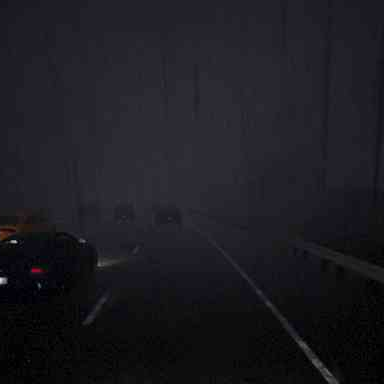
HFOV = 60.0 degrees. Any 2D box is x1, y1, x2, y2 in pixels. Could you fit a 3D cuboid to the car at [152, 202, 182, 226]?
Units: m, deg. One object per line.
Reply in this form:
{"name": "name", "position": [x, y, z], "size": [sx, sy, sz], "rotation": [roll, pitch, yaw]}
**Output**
{"name": "car", "position": [-1.893, 1.766, 25.972], "size": [1.882, 1.535, 5.008], "rotation": [0, -1, -8]}

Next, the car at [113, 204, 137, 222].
{"name": "car", "position": [-6.044, 1.832, 30.058], "size": [2.128, 1.511, 4.902], "rotation": [0, -1, -9]}

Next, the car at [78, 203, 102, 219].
{"name": "car", "position": [-10.175, 1.862, 33.378], "size": [1.882, 1.535, 5.008], "rotation": [0, -1, -10]}

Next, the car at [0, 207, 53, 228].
{"name": "car", "position": [-7.662, 1.655, 14.836], "size": [1.882, 1.535, 5.008], "rotation": [0, -1, -5]}

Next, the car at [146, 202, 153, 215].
{"name": "car", "position": [-4.677, 1.939, 41.346], "size": [1.882, 1.535, 5.008], "rotation": [0, -1, -12]}

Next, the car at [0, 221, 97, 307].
{"name": "car", "position": [-3.728, 1.662, 8.265], "size": [1.994, 1.385, 4.181], "rotation": [0, -1, -3]}
